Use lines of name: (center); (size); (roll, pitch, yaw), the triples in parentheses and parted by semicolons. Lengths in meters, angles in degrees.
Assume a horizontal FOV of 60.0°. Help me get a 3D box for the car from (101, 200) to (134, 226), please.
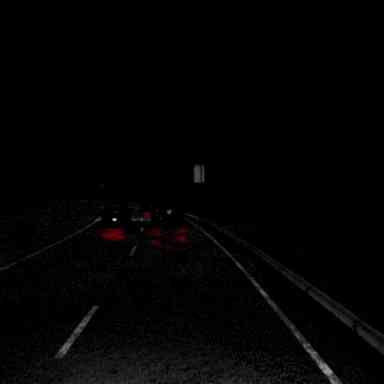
car: (-5.272, 1.502, 23.471); (1.837, 1.490, 4.892); (0, 0, -9)

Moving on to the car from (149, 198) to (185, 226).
car: (-1.790, 1.347, 23.778); (2.097, 1.767, 4.553); (0, 0, -8)

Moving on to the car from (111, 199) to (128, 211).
car: (-9.063, 1.593, 41.253); (1.895, 1.301, 4.718); (0, 0, -15)

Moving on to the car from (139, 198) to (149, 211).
car: (-5.415, 1.486, 41.077); (2.128, 1.511, 4.902); (0, 0, -15)
